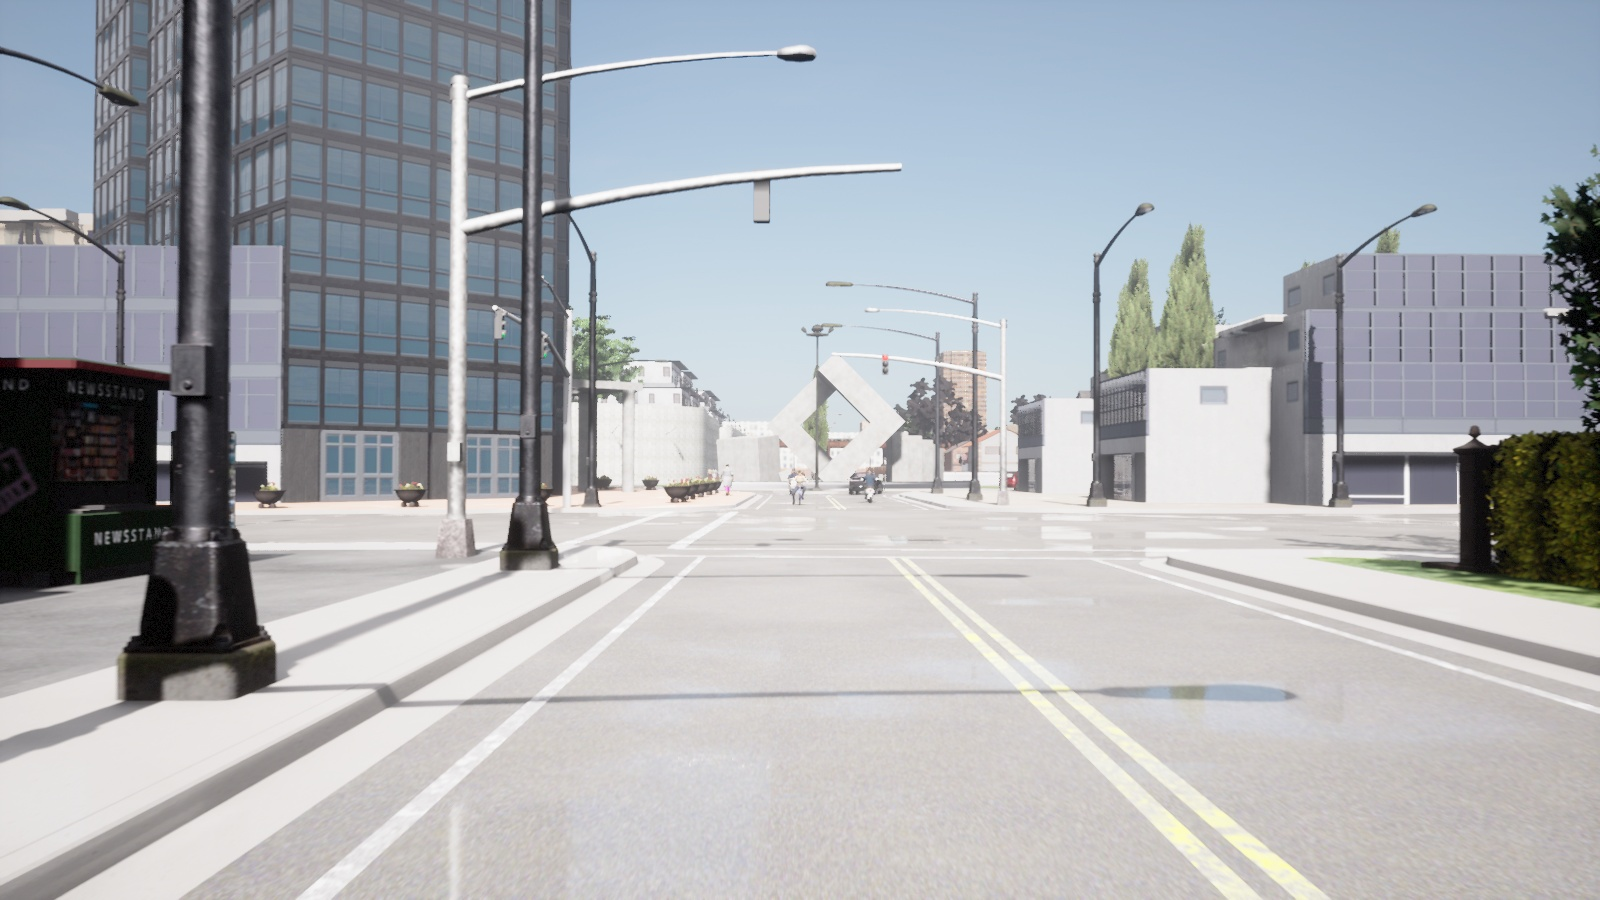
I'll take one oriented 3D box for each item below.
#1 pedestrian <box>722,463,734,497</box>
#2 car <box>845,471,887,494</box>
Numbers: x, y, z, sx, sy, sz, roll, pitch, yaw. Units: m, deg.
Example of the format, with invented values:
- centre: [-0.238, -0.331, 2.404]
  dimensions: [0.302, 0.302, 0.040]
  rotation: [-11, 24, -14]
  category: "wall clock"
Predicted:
- centre: [-4.085, 1.699, 71.284]
  dimensions: [0.659, 1.952, 0.873]
  rotation: [0, -1, 0]
  category: "pedestrian"
- centre: [4.508, 2.195, 85.433]
  dimensions: [2.128, 1.511, 4.902]
  rotation: [0, -1, 11]
  category: "car"
